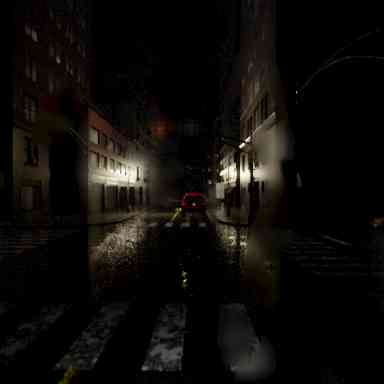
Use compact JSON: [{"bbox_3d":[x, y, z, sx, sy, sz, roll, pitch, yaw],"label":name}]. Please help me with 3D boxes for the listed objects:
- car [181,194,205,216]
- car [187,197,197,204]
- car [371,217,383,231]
[{"bbox_3d":[0.103,1.193,32.143,2.150,2.045,5.566,0,0,-1],"label":"car"},{"bbox_3d":[-0.035,1.527,61.575,1.895,1.301,4.718,0,0,0],"label":"car"},{"bbox_3d":[12.383,1.504,18.053,4.829,1.417,1.752,0,0,0],"label":"car"}]
